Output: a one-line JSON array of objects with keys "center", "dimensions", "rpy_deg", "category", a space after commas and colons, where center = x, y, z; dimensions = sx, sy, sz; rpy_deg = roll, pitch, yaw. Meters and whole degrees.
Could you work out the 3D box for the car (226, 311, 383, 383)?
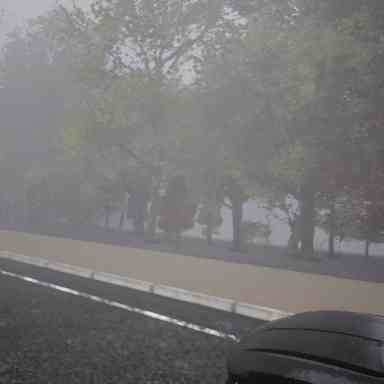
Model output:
[{"center": [2.550, 1.485, 1.890], "dimensions": [5.008, 1.535, 1.882], "rpy_deg": [1, 0, 35], "category": "car"}]
